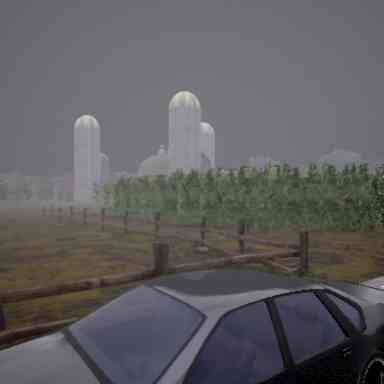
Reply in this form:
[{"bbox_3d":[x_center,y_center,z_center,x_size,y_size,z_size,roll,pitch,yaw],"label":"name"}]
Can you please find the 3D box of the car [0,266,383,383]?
[{"bbox_3d":[0.197,1.549,3.210,5.357,1.411,2.033,0,0,-36],"label":"car"}]
